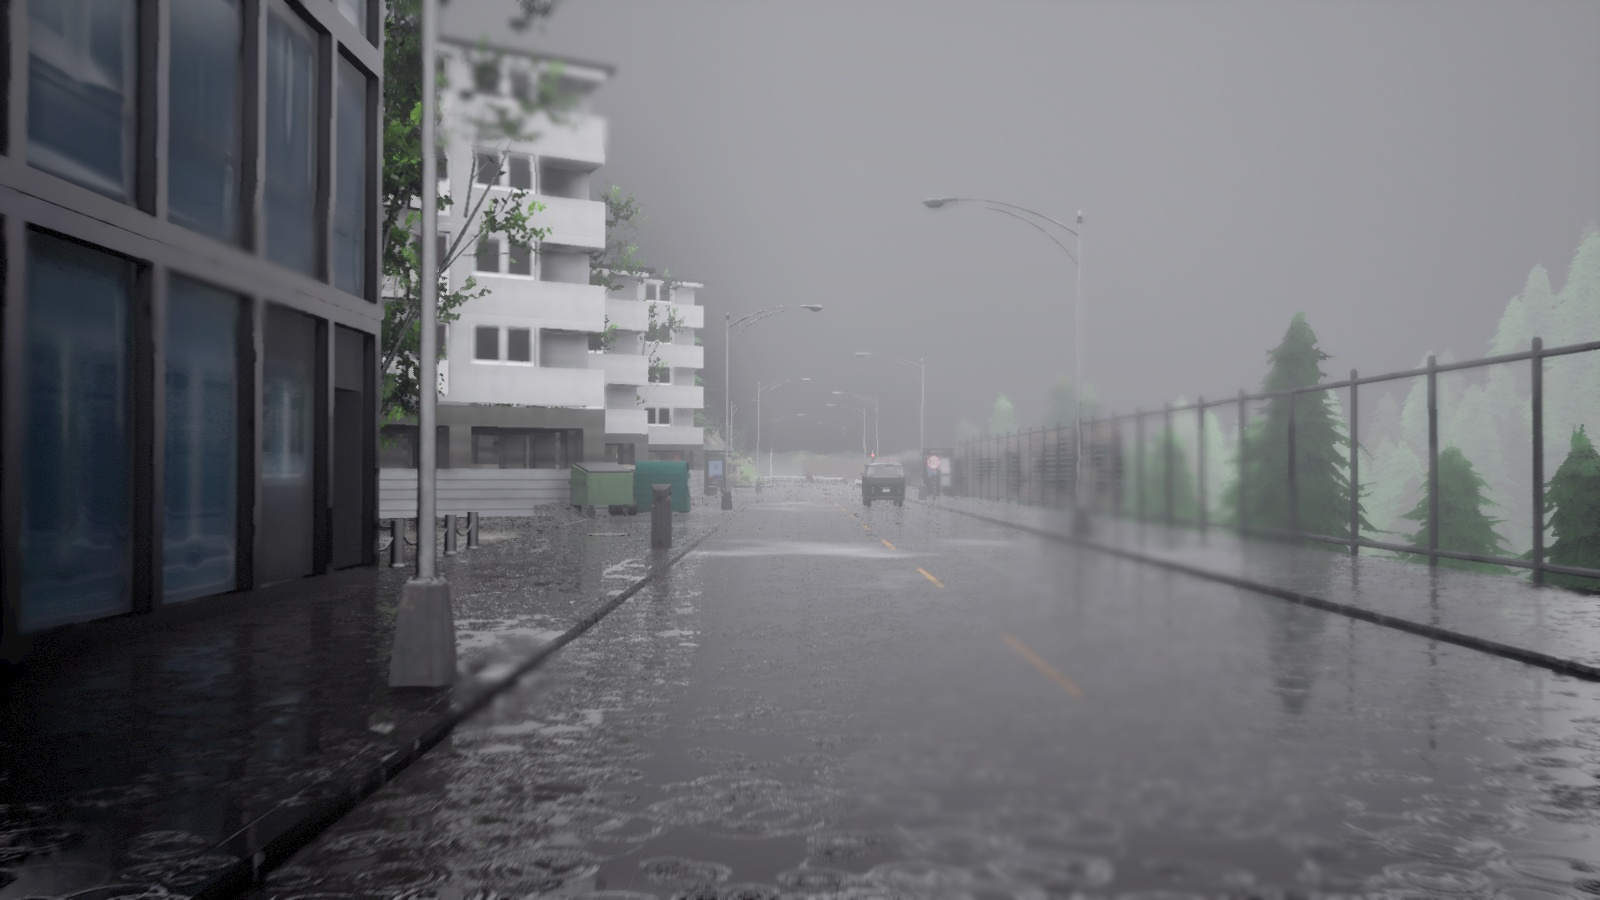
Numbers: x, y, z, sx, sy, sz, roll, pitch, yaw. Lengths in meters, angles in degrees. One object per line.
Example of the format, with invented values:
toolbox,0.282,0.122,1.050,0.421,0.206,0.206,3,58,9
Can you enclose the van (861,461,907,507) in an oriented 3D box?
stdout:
van,3.774,1.508,57.054,1.775,1.987,4.442,0,-1,0
